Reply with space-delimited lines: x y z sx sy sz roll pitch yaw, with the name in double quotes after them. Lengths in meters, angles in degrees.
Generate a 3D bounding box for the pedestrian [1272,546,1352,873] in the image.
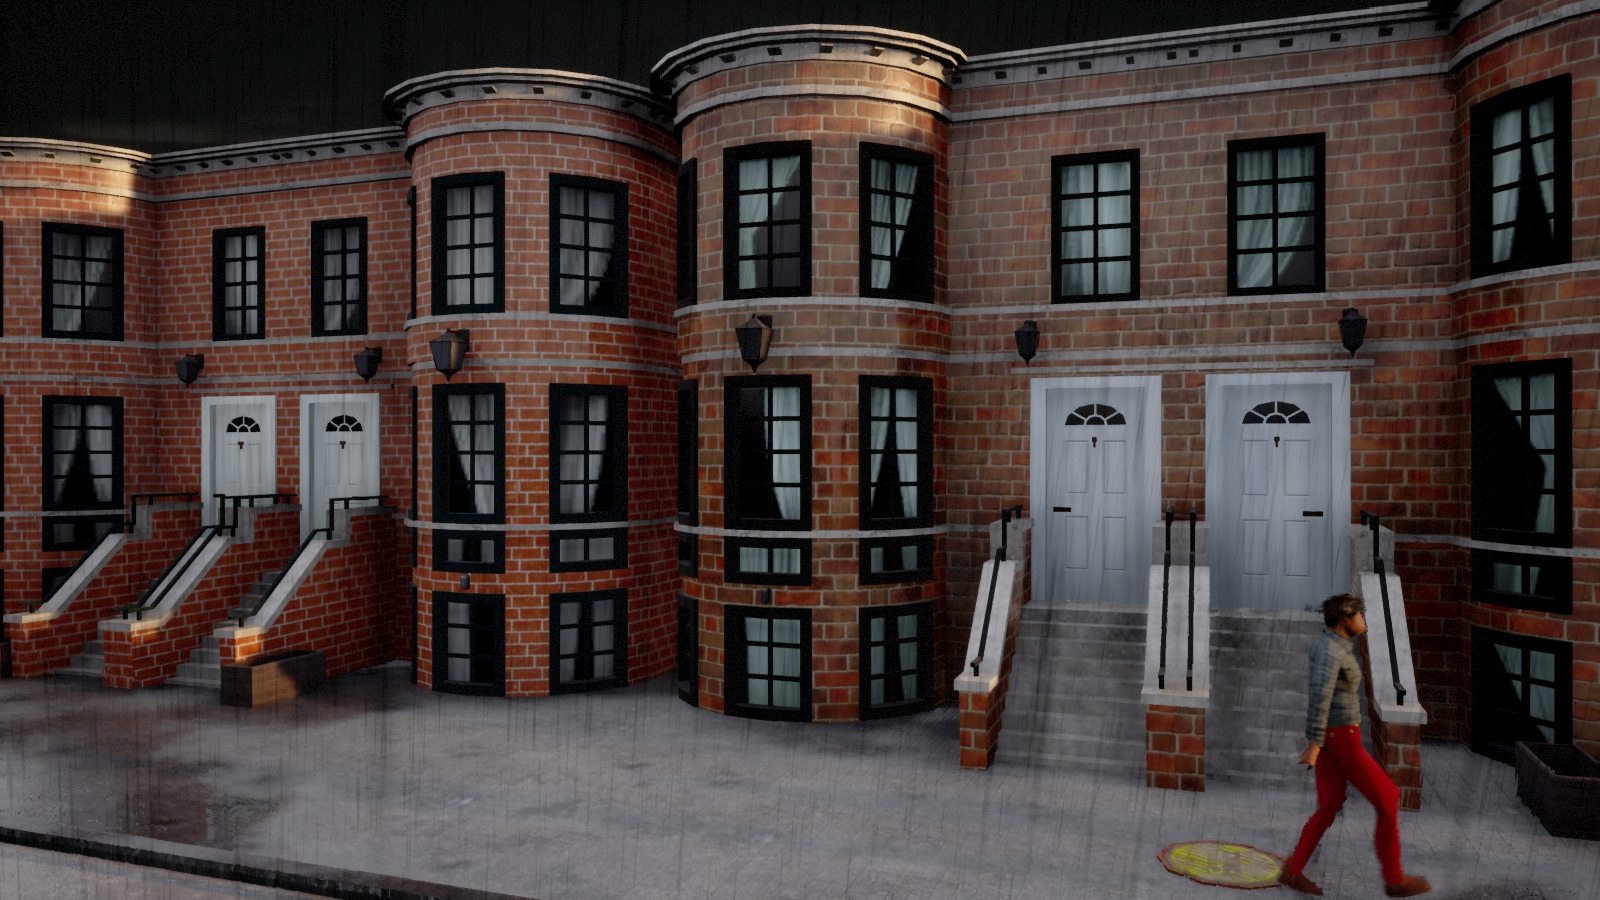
3.064 1.524 6.859 0.375 1.860 0.375 0 0 14 "pedestrian"
